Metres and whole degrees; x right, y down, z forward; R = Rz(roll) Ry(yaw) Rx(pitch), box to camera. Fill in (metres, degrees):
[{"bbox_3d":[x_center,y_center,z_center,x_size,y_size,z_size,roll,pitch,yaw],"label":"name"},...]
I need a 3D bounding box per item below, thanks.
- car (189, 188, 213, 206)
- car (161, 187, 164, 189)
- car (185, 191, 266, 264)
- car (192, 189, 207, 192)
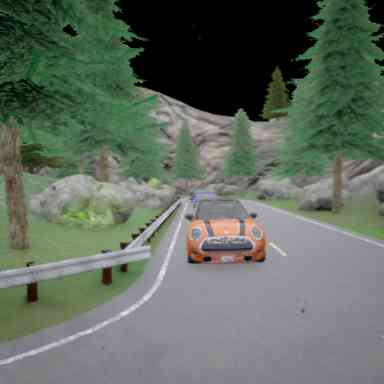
[{"bbox_3d":[0.849,0.449,34.558,1.882,1.535,5.008,-2,2,-5],"label":"car"},{"bbox_3d":[-6.233,-0.021,52.329,4.553,1.767,2.097,-1,2,24],"label":"car"},{"bbox_3d":[0.896,1.018,10.533,2.097,1.767,4.553,-1,2,0],"label":"car"},{"bbox_3d":[0.998,0.761,23.652,1.882,1.535,5.008,-1,1,1],"label":"car"}]
